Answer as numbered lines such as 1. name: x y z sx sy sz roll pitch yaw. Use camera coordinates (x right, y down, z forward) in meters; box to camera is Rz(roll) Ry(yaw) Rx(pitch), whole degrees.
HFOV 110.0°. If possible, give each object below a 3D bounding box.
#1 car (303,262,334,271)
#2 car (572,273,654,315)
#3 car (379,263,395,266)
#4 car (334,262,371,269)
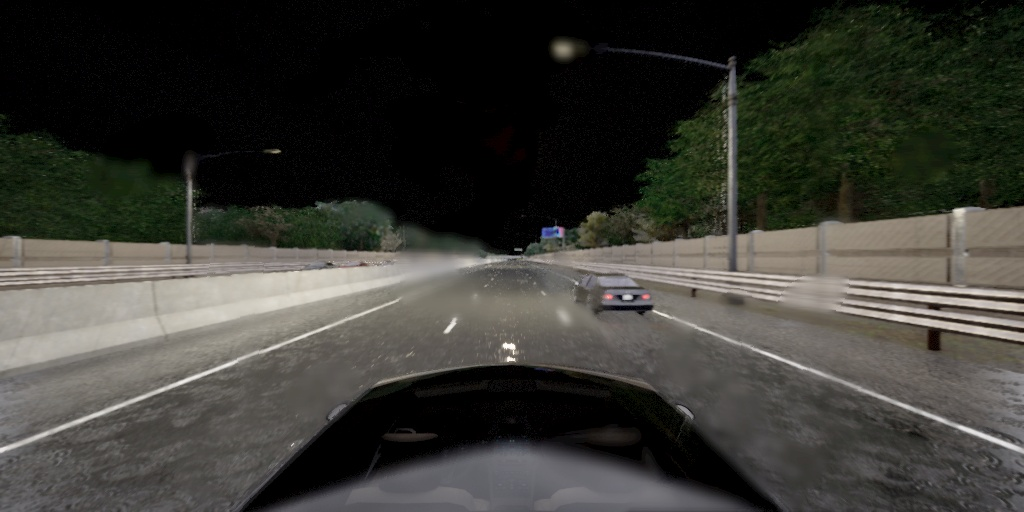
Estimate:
1. car: -21.074 1.384 39.601 1.837 1.490 4.892 0 0 0
2. car: 3.597 1.339 13.681 2.033 1.411 5.357 0 0 0
3. car: -14.073 1.447 41.051 1.994 1.385 4.181 0 0 0
4. car: -17.578 1.359 40.352 1.882 1.535 5.008 0 0 0
